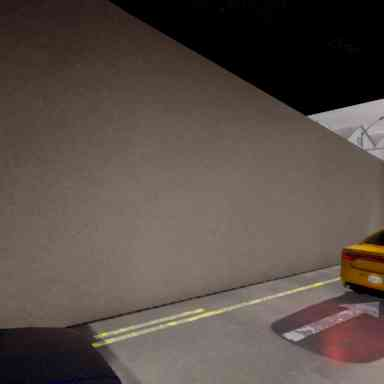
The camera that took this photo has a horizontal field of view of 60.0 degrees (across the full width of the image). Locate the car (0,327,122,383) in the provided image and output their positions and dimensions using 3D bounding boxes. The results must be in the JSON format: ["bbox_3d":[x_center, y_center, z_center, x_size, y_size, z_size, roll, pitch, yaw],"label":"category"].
[{"bbox_3d":[-2.983,1.547,1.659,5.357,1.411,2.033,0,0,-35],"label":"car"}]

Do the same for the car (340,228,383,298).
[{"bbox_3d":[5.431,1.478,7.636,5.008,1.535,1.882,0,0,-35],"label":"car"}]
